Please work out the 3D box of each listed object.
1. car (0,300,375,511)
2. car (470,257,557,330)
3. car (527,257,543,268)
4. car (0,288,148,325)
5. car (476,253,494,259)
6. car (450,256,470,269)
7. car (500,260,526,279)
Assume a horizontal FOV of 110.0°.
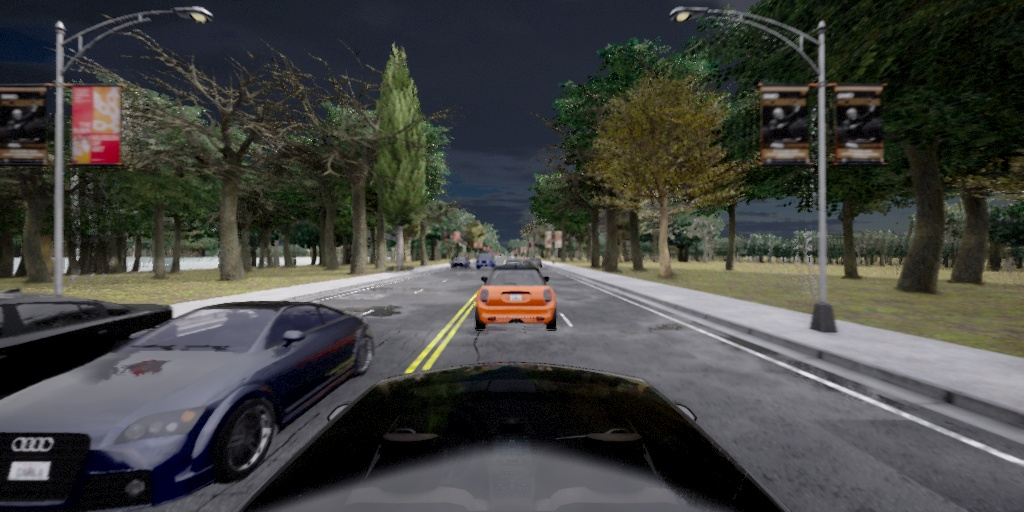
[{"bbox_3d":[-3.348,1.289,4.480,1.994,1.385,4.181,0,1,0],"label":"car"},{"bbox_3d":[0.101,1.023,10.918,2.097,1.767,4.553,0,0,0],"label":"car"},{"bbox_3d":[3.348,0.879,52.958,2.128,1.511,4.902,0,0,0],"label":"car"},{"bbox_3d":[-6.599,1.208,3.933,1.882,1.535,5.008,0,1,0],"label":"car"},{"bbox_3d":[-3.324,0.651,45.351,2.150,2.045,5.566,0,0,0],"label":"car"},{"bbox_3d":[-6.572,0.778,46.072,2.097,1.767,4.553,0,0,0],"label":"car"},{"bbox_3d":[0.110,1.071,30.626,2.033,1.411,5.357,0,0,0],"label":"car"}]
